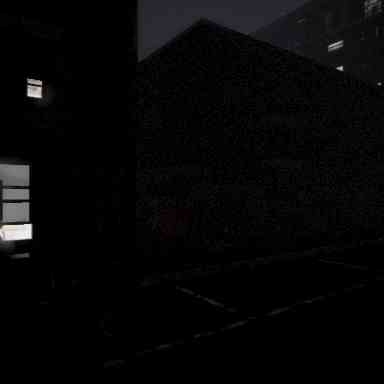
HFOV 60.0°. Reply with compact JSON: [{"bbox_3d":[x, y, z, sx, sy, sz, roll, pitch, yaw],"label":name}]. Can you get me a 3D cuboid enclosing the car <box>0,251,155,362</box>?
[{"bbox_3d":[-2.556,1.579,4.738,4.206,1.307,1.802,0,0,-35],"label":"car"}]
